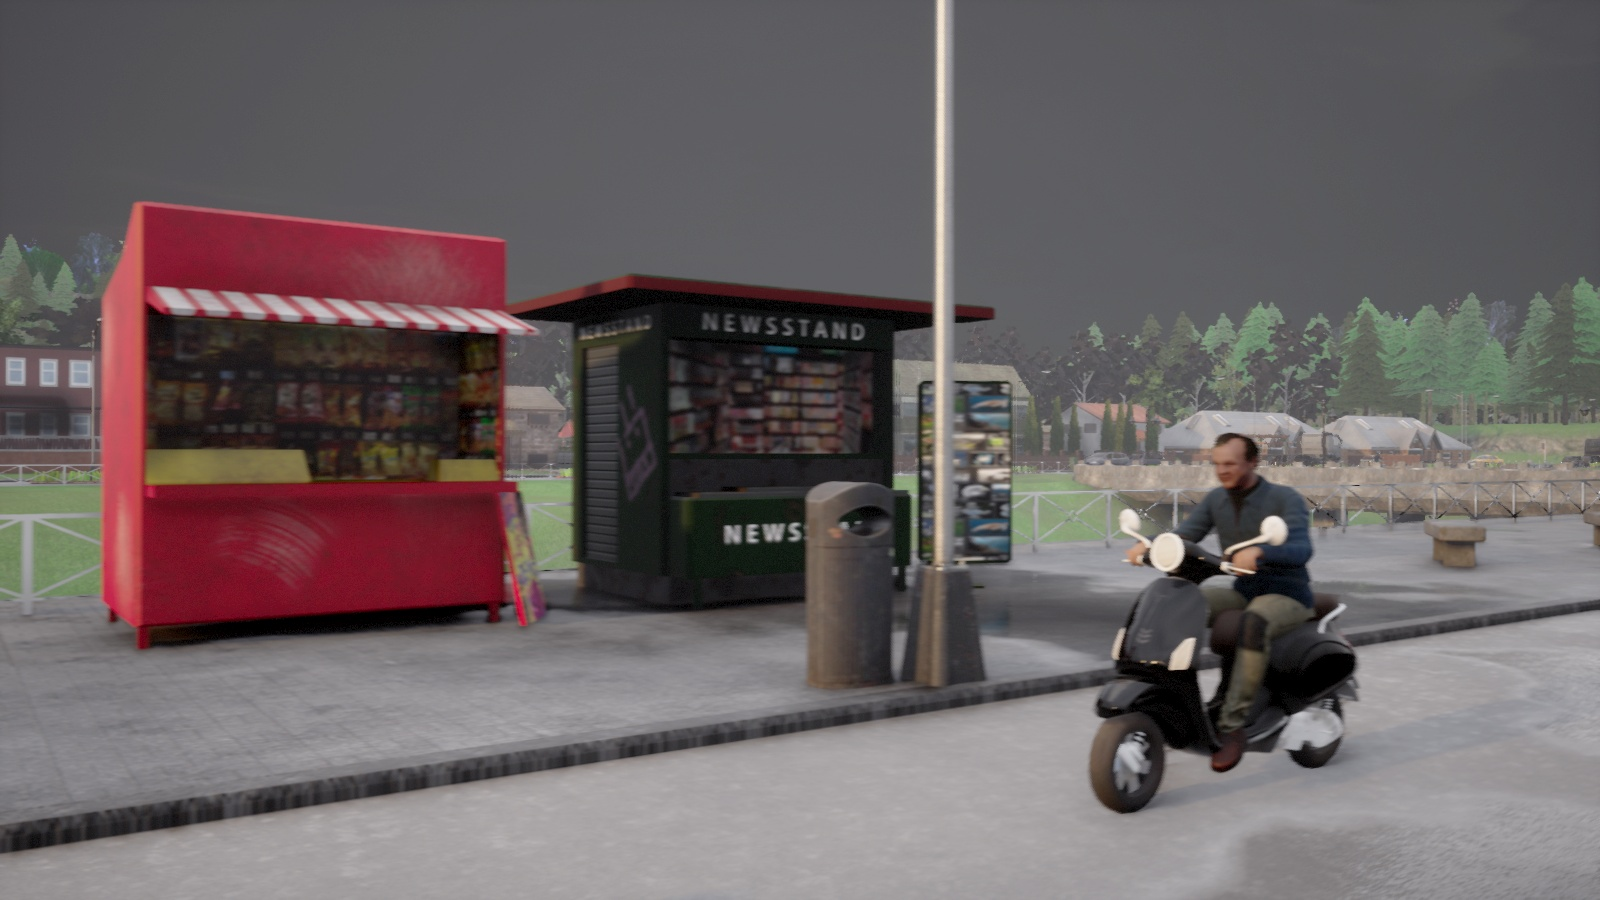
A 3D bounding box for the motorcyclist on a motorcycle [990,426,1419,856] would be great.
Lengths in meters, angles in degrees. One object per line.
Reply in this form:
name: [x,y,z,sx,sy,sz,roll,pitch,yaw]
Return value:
motorcyclist on a motorcycle: [1.808,0.708,5.527,1.817,1.590,0.866,0,0,-35]
